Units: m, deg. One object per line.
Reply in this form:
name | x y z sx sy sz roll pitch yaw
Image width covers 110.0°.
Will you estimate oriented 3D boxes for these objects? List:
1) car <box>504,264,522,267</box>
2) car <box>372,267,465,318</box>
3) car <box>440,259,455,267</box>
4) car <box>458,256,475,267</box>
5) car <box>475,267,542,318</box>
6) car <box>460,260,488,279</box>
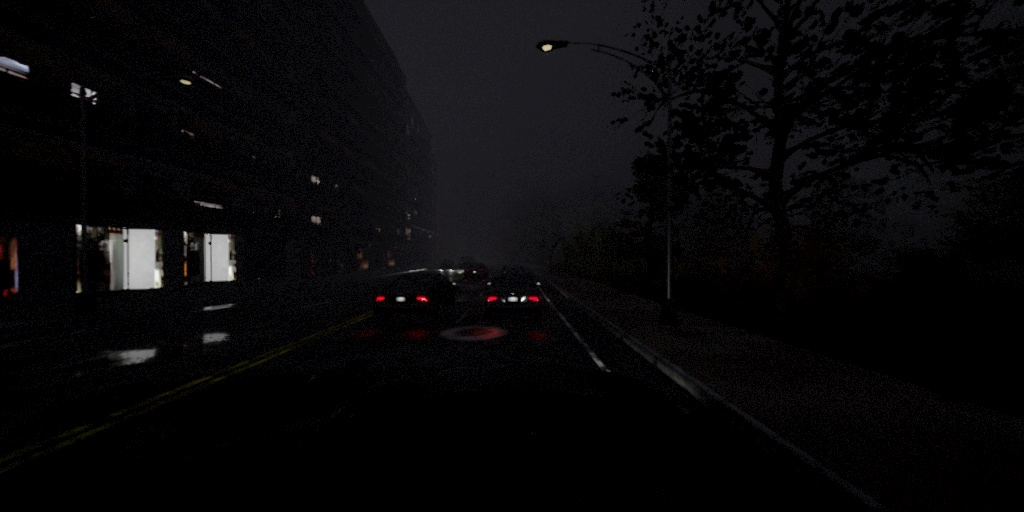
car | 0.099 1.349 30.140 1.895 1.301 4.718 0 0 0
car | -3.193 1.294 12.886 2.033 1.411 5.357 0 0 1
car | -9.912 1.260 55.461 1.837 1.490 4.892 0 0 -1
car | -6.634 0.974 53.206 2.150 2.045 5.566 0 0 -1
car | 0.058 1.295 12.888 2.033 1.411 5.357 0 0 1
car | -3.137 1.312 32.188 1.994 1.385 4.181 0 0 0
